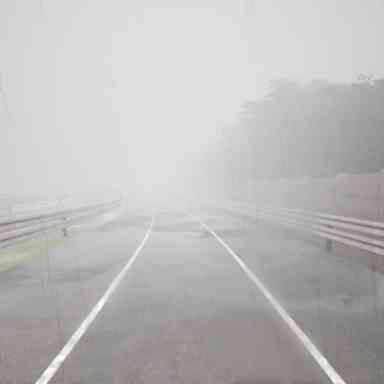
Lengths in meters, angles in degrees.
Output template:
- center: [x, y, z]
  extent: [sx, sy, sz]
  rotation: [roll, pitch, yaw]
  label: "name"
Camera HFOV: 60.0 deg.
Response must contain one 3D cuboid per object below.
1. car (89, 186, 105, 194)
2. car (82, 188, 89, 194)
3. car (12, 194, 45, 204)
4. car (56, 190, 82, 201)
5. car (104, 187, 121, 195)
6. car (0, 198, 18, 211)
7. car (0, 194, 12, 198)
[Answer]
- center: [-22.388, -0.503, 81.936]
  extent: [2.150, 2.045, 5.566]
  rotation: [0, 3, 9]
  label: "car"
- center: [-25.846, -0.214, 82.484]
  extent: [2.128, 1.511, 4.902]
  rotation: [0, 3, 9]
  label: "car"
- center: [-26.754, 1.266, 55.292]
  extent: [2.033, 1.411, 5.357]
  rotation: [0, 3, 9]
  label: "car"
- center: [-22.491, 0.950, 59.660]
  extent: [2.128, 1.511, 4.902]
  rotation: [0, 3, 9]
  label: "car"
- center: [-18.939, -0.214, 81.347]
  extent: [1.837, 1.490, 4.892]
  rotation: [0, 3, 9]
  label: "car"
- center: [-25.232, 1.995, 42.937]
  extent: [1.895, 1.301, 4.718]
  rotation: [0, 3, 9]
  label: "car"
- center: [-30.215, 1.060, 55.812]
  extent: [2.097, 1.767, 4.553]
  rotation: [0, 3, 9]
  label: "car"
